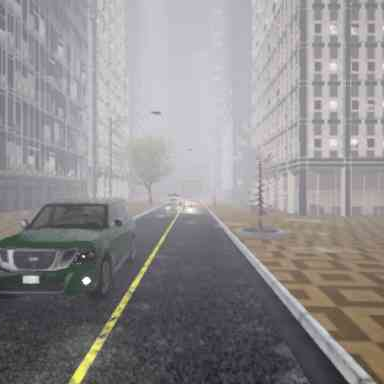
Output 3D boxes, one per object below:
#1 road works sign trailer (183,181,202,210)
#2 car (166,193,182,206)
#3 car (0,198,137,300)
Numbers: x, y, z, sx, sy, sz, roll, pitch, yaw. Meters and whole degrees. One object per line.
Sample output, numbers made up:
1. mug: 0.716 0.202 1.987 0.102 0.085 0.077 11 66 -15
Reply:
1. road works sign trailer: 0.008 0.369 41.582 2.380 3.560 2.880 0 0 0
2. car: -2.802 1.110 51.710 2.150 2.045 5.566 0 0 0
3. car: -2.849 1.193 8.654 2.150 2.045 5.566 0 0 0
